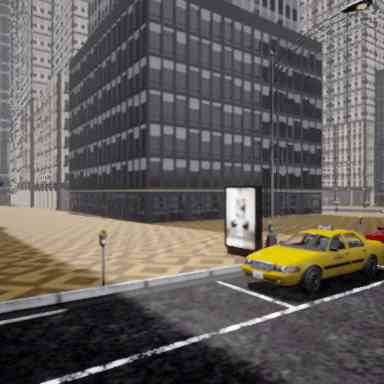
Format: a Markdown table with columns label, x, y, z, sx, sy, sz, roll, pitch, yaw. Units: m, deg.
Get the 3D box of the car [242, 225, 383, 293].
| label | x | y | z | sx | sy | sz | roll | pitch | yaw |
| --- | --- | --- | --- | --- | --- | --- | --- | --- | --- |
| car | 3.484 | 1.610 | 9.054 | 4.829 | 1.417 | 1.752 | 1 | -1 | -35 |
